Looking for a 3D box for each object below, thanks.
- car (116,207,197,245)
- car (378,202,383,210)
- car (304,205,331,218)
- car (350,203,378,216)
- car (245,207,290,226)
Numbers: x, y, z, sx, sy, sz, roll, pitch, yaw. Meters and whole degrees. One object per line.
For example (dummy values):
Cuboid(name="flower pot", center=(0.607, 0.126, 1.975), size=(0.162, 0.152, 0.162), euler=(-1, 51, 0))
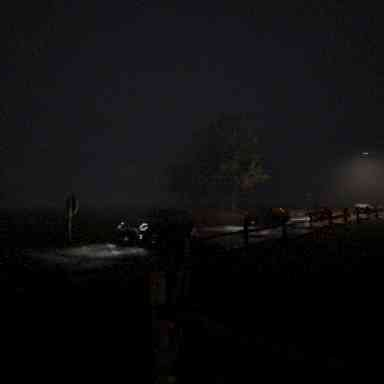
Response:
Cuboid(name="car", center=(-1.712, 1.633, 17.271), size=(2.097, 1.767, 4.553), euler=(-1, -1, 37))
Cuboid(name="car", center=(29.143, 2.248, 50.919), size=(1.994, 1.385, 4.181), euler=(-1, -1, 39))
Cuboid(name="car", center=(13.889, 2.084, 36.672), size=(1.994, 1.385, 4.181), euler=(0, -1, 39))
Cuboid(name="car", center=(20.796, 2.111, 40.552), size=(2.033, 1.411, 5.357), euler=(-1, -1, 38))
Cuboid(name="car", center=(6.268, 1.953, 27.250), size=(2.033, 1.411, 5.357), euler=(0, -1, 39))
